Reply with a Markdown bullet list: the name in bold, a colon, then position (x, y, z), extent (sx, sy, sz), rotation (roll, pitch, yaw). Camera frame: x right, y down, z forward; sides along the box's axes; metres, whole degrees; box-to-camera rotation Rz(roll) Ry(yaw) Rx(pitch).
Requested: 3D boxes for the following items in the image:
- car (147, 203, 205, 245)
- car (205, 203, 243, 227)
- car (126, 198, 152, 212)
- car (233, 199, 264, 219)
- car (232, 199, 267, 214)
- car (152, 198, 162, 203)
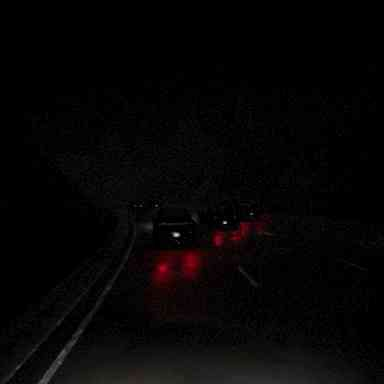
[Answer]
- **car**: position (-0.945, 1.508, 15.810), extent (2.128, 1.511, 4.902), rotation (0, 0, -8)
- **car**: position (1.607, 1.592, 22.575), extent (1.895, 1.301, 4.718), rotation (-1, 0, -10)
- **car**: position (-6.713, 1.636, 40.425), extent (2.033, 1.411, 5.357), rotation (-1, 0, -20)
- **car**: position (4.068, 1.493, 27.830), extent (1.812, 1.442, 4.674), rotation (0, 0, -12)
- **car**: position (5.930, 1.476, 34.949), extent (1.812, 1.442, 4.674), rotation (0, 0, -15)
- **car**: position (-5.625, 1.585, 47.351), extent (1.837, 1.490, 4.892), rotation (0, 0, -20)
